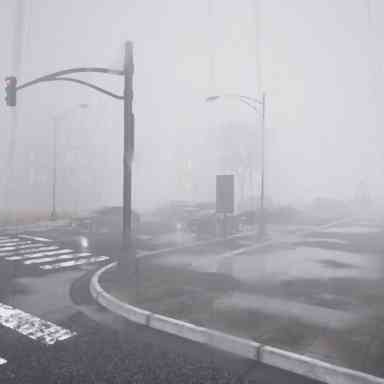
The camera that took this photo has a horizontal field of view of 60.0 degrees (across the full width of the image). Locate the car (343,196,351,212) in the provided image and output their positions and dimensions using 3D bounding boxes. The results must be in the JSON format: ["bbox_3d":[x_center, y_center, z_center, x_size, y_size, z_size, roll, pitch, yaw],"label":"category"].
[{"bbox_3d":[18.410,1.721,42.289,1.967,1.590,4.097,1,0,36],"label":"car"}]

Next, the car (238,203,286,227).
[{"bbox_3d":[4.695,1.737,23.495,1.947,1.339,4.313,1,0,36],"label":"car"}]

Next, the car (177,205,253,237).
[{"bbox_3d":[1.448,1.696,19.077,2.008,1.369,4.403,1,0,36],"label":"car"}]

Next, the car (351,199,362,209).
[{"bbox_3d":[24.942,1.774,51.264,1.967,1.590,4.097,1,0,36],"label":"car"}]

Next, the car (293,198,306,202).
[{"bbox_3d":[18.087,1.727,56.088,1.752,1.417,4.829,1,0,36],"label":"car"}]

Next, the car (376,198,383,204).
[{"bbox_3d":[44.663,2.048,78.103,2.008,1.369,4.403,1,0,36],"label":"car"}]

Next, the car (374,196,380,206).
[{"bbox_3d":[34.903,1.941,64.820,1.752,1.417,4.829,1,0,36],"label":"car"}]

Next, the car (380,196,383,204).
[{"bbox_3d":[41.379,1.784,73.629,2.192,1.841,5.009,1,0,36],"label":"car"}]

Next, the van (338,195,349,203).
[{"bbox_3d":[37.912,1.707,83.063,1.690,1.788,3.998,1,0,36],"label":"van"}]

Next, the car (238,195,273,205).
[{"bbox_3d":[7.135,1.358,36.785,2.150,2.045,5.566,1,0,36],"label":"car"}]

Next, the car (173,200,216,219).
[{"bbox_3d":[0.894,1.591,28.311,1.837,1.490,4.892,1,0,36],"label":"car"}]

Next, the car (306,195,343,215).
[{"bbox_3d":[15.151,1.570,37.796,2.192,1.841,5.009,1,0,36],"label":"car"}]

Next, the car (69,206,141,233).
[{"bbox_3d":[-5.108,1.564,20.147,1.812,1.442,4.674,1,0,36],"label":"car"}]

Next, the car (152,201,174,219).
[{"bbox_3d":[-1.637,1.481,29.463,1.967,1.590,4.097,1,0,36],"label":"car"}]

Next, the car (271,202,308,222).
[{"bbox_3d":[7.939,1.779,27.911,1.802,1.307,4.206,1,0,36],"label":"car"}]

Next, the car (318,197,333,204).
[{"bbox_3d":[28.049,1.850,69.644,1.947,1.339,4.313,1,0,36],"label":"car"}]
